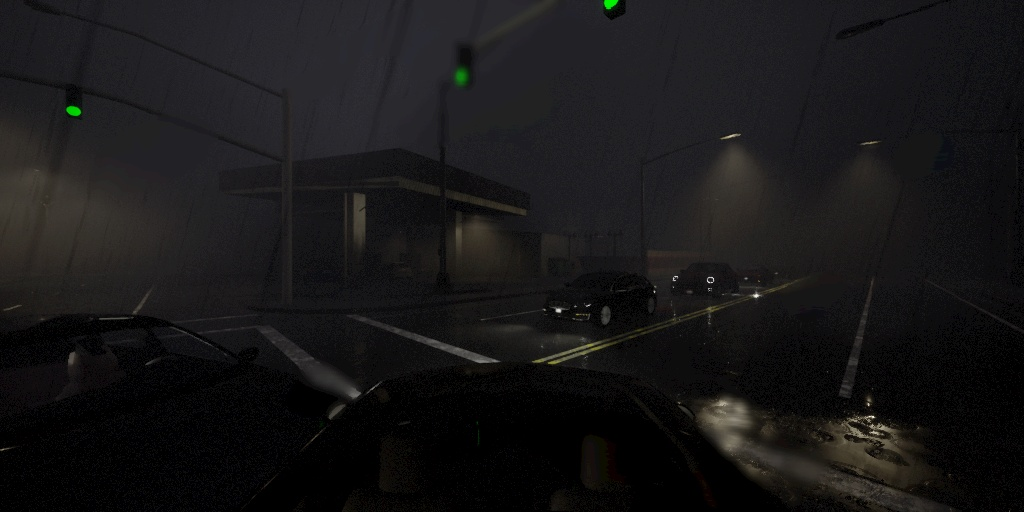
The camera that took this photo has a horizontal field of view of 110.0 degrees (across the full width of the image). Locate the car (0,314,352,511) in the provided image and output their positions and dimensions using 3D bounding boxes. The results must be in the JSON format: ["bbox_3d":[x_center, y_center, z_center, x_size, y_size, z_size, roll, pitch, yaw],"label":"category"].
[{"bbox_3d":[-3.393,1.242,2.634,4.902,1.511,2.128,0,0,15],"label":"car"}]

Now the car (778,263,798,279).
[{"bbox_3d":[24.129,1.314,32.166,4.181,1.385,1.994,0,0,-44],"label":"car"}]

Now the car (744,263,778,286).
[{"bbox_3d":[16.919,1.314,25.190,1.994,1.385,4.181,0,0,45],"label":"car"}]

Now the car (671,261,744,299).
[{"bbox_3d":[9.918,1.102,18.355,4.553,1.767,2.097,0,0,-44],"label":"car"}]

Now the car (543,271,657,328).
[{"bbox_3d":[3.006,1.255,11.584,4.892,1.490,1.837,0,0,-45],"label":"car"}]
